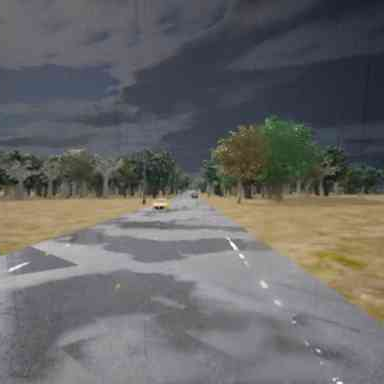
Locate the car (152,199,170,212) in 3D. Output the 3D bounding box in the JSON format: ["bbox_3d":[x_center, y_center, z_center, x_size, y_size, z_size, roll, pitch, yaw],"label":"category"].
[{"bbox_3d":[-3.596,1.513,39.143,1.882,1.535,5.008,0,0,0],"label":"car"}]
